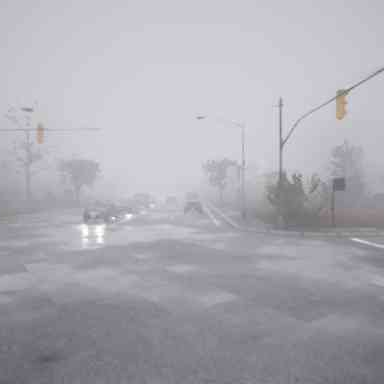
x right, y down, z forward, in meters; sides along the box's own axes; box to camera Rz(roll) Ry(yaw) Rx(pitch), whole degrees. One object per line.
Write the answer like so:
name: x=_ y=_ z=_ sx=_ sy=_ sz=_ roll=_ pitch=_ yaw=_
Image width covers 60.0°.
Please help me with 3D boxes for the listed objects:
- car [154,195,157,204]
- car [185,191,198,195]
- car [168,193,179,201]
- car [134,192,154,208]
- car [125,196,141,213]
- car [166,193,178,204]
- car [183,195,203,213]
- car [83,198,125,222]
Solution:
car: x=-6.979 y=1.228 z=55.894 sx=2.128 sy=1.511 sz=4.902 roll=0 pitch=1 yaw=0
car: x=-0.038 y=0.889 z=59.890 sx=2.150 sy=2.045 sz=5.566 roll=0 pitch=2 yaw=-1
car: x=-3.864 y=1.005 z=67.680 sx=1.812 sy=1.442 sz=4.674 roll=0 pitch=1 yaw=-8
car: x=-6.976 y=1.097 z=45.750 sx=2.150 sy=2.045 sz=5.566 roll=0 pitch=1 yaw=0
car: x=-7.022 y=1.448 z=35.679 sx=1.837 sy=1.490 sz=4.892 roll=0 pitch=0 yaw=0
car: x=-3.485 y=1.212 z=57.553 sx=1.837 sy=1.490 sz=4.892 roll=0 pitch=1 yaw=0
car: x=0.119 y=1.446 z=36.371 sx=1.837 sy=1.490 sz=4.892 roll=0 pitch=0 yaw=0
car: x=-7.072 y=1.453 z=26.284 sx=2.128 sy=1.511 sz=4.902 roll=0 pitch=0 yaw=0
